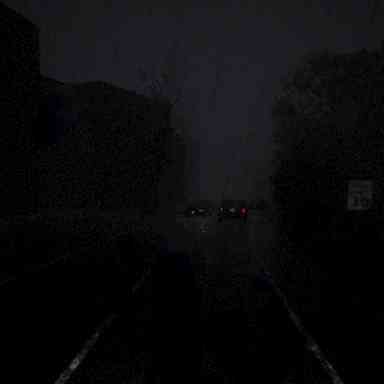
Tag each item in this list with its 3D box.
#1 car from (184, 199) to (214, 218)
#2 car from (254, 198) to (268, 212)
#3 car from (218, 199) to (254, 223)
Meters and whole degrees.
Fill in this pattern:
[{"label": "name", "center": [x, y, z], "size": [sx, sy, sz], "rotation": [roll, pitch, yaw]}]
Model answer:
[{"label": "car", "center": [0.686, 1.406, 29.168], "size": [1.837, 1.490, 4.892], "rotation": [1, 0, 15]}, {"label": "car", "center": [8.261, 1.557, 41.441], "size": [1.882, 1.535, 5.008], "rotation": [2, 0, 20]}, {"label": "car", "center": [3.312, 1.327, 25.381], "size": [2.097, 1.767, 4.553], "rotation": [1, 0, 13]}]
